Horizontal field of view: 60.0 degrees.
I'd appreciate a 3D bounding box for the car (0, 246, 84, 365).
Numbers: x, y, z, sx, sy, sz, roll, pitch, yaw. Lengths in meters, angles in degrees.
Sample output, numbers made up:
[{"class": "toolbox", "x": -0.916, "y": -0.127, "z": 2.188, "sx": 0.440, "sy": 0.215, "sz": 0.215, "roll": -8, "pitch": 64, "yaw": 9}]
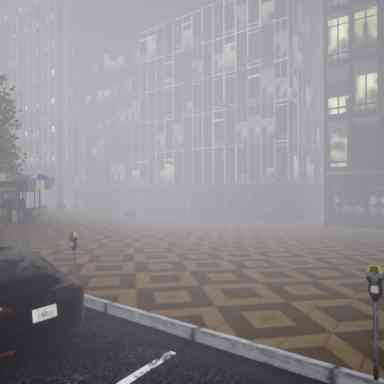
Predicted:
[{"class": "car", "x": -3.549, "y": 1.565, "z": 5.405, "sx": 4.313, "sy": 1.339, "sz": 1.947, "roll": 0, "pitch": 0, "yaw": 35}]
